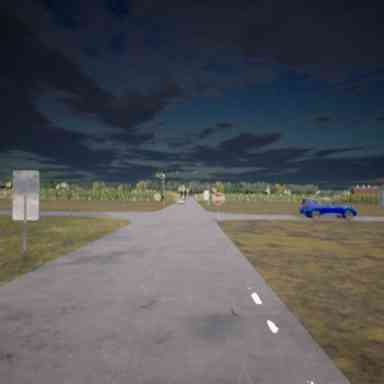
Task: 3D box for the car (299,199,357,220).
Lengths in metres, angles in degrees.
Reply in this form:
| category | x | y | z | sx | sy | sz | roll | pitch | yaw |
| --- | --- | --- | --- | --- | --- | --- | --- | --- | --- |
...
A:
| category | x | y | z | sx | sy | sz | roll | pitch | yaw |
| --- | --- | --- | --- | --- | --- | --- | --- | --- | --- |
| car | 13.929 | 1.729 | 34.195 | 5.566 | 2.045 | 2.150 | 1 | 0 | 0 |

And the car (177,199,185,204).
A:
| category | x | y | z | sx | sy | sz | roll | pitch | yaw |
| --- | --- | --- | --- | --- | --- | --- | --- | --- | --- |
| car | -2.759 | 2.354 | 82.159 | 1.895 | 1.301 | 4.718 | 0 | -1 | 0 |
